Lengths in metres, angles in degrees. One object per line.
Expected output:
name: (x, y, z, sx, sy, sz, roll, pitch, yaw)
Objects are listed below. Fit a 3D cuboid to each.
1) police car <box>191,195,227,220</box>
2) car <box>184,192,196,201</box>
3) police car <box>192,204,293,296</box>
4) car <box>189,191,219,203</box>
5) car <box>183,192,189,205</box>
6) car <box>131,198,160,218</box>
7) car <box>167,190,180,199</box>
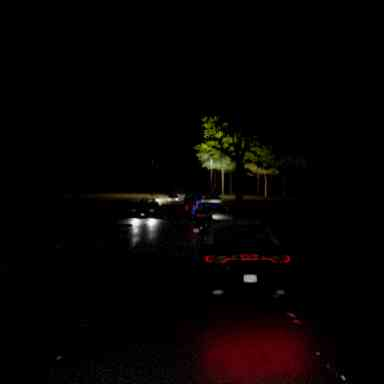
police car: (1.047, 1.217, 18.615, 1.930, 1.638, 5.238, 0, 1, 0)
car: (-0.307, 0.747, 59.616, 2.033, 1.411, 5.357, 0, 1, -1)
police car: (1.058, 1.335, 8.610, 1.930, 1.638, 5.238, 0, 1, 0)
car: (1.029, 0.939, 24.535, 2.150, 2.045, 5.566, 0, 1, 0)
car: (-0.128, 0.906, 45.208, 2.128, 1.511, 4.902, 0, 1, 0)
car: (-3.634, 1.229, 27.036, 2.033, 1.411, 5.357, 0, 1, 0)
car: (-3.940, 0.417, 68.589, 2.097, 1.767, 4.553, 0, 1, -1)
